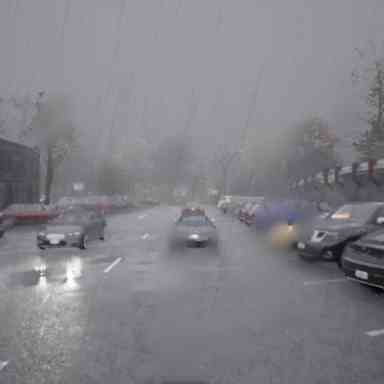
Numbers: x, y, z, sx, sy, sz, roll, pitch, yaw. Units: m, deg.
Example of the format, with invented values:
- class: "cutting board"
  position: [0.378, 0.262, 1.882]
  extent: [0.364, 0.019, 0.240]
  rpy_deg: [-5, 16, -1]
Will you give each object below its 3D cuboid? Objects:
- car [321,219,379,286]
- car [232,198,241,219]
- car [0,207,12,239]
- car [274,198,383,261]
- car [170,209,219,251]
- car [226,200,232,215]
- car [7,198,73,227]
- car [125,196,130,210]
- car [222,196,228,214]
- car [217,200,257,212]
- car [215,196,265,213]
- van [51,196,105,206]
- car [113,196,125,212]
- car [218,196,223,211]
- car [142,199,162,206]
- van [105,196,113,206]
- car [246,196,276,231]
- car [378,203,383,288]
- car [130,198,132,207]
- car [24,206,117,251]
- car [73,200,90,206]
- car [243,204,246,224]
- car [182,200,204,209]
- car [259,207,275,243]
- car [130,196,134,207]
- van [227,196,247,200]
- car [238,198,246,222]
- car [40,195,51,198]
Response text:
- class: "car"
  position: [5.919, 1.545, 7.985]
  extent: [4.892, 1.521, 2.231]
  rpy_deg: [1, -1, -20]
- class: "car"
  position: [5.901, 1.546, 26.110]
  extent: [4.553, 1.767, 2.185]
  rpy_deg: [1, -1, -20]
- class: "car"
  position: [-10.987, 1.621, 14.785]
  extent: [4.792, 1.488, 2.163]
  rpy_deg: [-1, -1, -20]
- class: "car"
  position: [5.904, 1.314, 10.994]
  extent: [5.566, 2.045, 2.435]
  rpy_deg: [1, 0, -20]
- class: "car"
  position: [0.088, 1.668, 14.597]
  extent: [1.994, 1.385, 4.181]
  rpy_deg: [0, 0, 0]
- class: "car"
  position: [5.946, 1.694, 29.130]
  extent: [4.892, 1.521, 2.231]
  rpy_deg: [1, 0, -20]
- class: "car"
  position: [-11.040, 1.529, 23.637]
  extent: [4.553, 1.767, 2.185]
  rpy_deg: [-1, -1, -20]
- class: "car"
  position: [-10.983, 1.524, 41.416]
  extent: [5.566, 2.045, 2.435]
  rpy_deg: [-1, -1, -20]
- class: "car"
  position: [5.975, 1.609, 35.181]
  extent: [4.553, 1.767, 2.185]
  rpy_deg: [1, 0, -20]
- class: "car"
  position: [5.961, 1.825, 44.262]
  extent: [4.792, 1.488, 2.163]
  rpy_deg: [1, -1, -20]
- class: "car"
  position: [5.965, 1.524, 41.240]
  extent: [5.566, 2.045, 2.435]
  rpy_deg: [1, -1, -20]
- class: "van"
  position: [-11.119, 1.491, 32.480]
  extent: [4.442, 1.987, 1.878]
  rpy_deg: [-1, 0, -20]
- class: "car"
  position: [-10.986, 1.504, 38.457]
  extent: [5.566, 2.045, 2.435]
  rpy_deg: [-1, -1, -20]
- class: "car"
  position: [5.923, 1.502, 38.180]
  extent: [5.566, 2.045, 2.435]
  rpy_deg: [1, 0, -20]
- class: "car"
  position: [-7.477, 2.034, 62.645]
  extent: [1.895, 1.301, 4.718]
  rpy_deg: [0, -1, -38]
- class: "van"
  position: [-11.118, 1.511, 35.439]
  extent: [4.442, 1.987, 1.878]
  rpy_deg: [-1, 0, -20]
- class: "car"
  position: [5.965, 1.357, 17.056]
  extent: [5.566, 2.045, 2.435]
  rpy_deg: [1, -1, -20]
- class: "car"
  position: [5.965, 1.272, 4.966]
  extent: [5.566, 2.045, 2.435]
  rpy_deg: [1, -1, -20]
- class: "car"
  position: [-10.987, 1.825, 44.381]
  extent: [4.792, 1.488, 2.163]
  rpy_deg: [-1, -1, -20]
- class: "car"
  position: [-5.111, 1.597, 14.833]
  extent: [2.128, 1.511, 4.902]
  rpy_deg: [0, 0, 0]
- class: "car"
  position: [-11.008, 1.676, 26.611]
  extent: [4.892, 1.521, 2.231]
  rpy_deg: [-1, 0, -20]
- class: "car"
  position: [5.905, 1.659, 20.056]
  extent: [4.792, 1.488, 2.163]
  rpy_deg: [1, 0, -20]
- class: "car"
  position: [0.093, 1.576, 31.807]
  extent: [2.097, 1.767, 4.553]
  rpy_deg: [0, 0, 0]
- class: "car"
  position: [5.760, 1.581, 13.955]
  extent: [5.366, 1.575, 1.946]
  rpy_deg: [1, 0, -20]
- class: "car"
  position: [-11.027, 1.564, 47.300]
  extent: [5.566, 2.045, 2.435]
  rpy_deg: [-1, 0, -20]
- class: "van"
  position: [6.050, 1.489, 32.199]
  extent: [4.442, 1.987, 1.878]
  rpy_deg: [1, -1, -20]
- class: "car"
  position: [5.909, 1.524, 23.081]
  extent: [4.553, 1.767, 2.185]
  rpy_deg: [1, -1, -20]
- class: "car"
  position: [-26.681, 1.656, 60.672]
  extent: [2.435, 2.045, 5.566]
  rpy_deg: [0, 0, -19]
